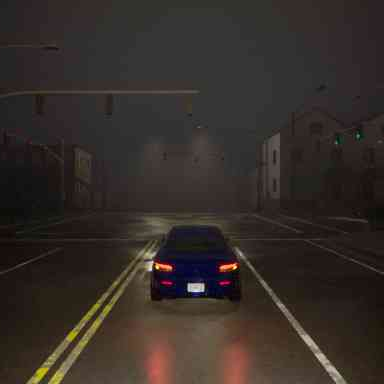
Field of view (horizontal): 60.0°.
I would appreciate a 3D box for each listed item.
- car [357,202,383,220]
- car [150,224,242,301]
[{"bbox_3d":[16.378,1.526,27.930,4.674,1.442,1.812,0,0,-1],"label":"car"},{"bbox_3d":[0.089,1.526,8.184,1.812,1.442,4.674,0,0,0],"label":"car"}]
